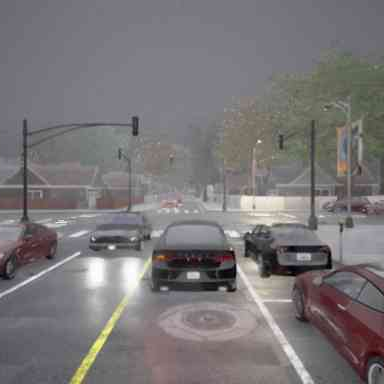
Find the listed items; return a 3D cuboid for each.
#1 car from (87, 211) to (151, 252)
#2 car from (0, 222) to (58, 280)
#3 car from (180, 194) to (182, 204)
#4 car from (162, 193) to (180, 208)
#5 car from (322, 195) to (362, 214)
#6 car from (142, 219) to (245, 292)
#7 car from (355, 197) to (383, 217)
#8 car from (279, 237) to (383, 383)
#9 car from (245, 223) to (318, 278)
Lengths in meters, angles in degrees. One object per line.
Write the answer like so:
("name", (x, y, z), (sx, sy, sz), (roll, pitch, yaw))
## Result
("car", (-2.764, 1.536, 14.133), (2.033, 1.411, 5.357), (0, 0, 0))
("car", (-5.395, 1.574, 9.880), (1.802, 1.307, 4.206), (0, 0, 0))
("car", (-3.169, 1.213, 65.328), (2.150, 2.045, 5.566), (0, 0, 0))
("car", (-3.160, 1.337, 47.937), (2.097, 1.767, 4.553), (0, 0, 0))
("car", (15.333, 1.226, 32.876), (4.553, 1.767, 2.097), (0, 0, 0))
("car", (0.053, 1.470, 8.938), (1.882, 1.535, 5.008), (0, 0, 1))
("car", (17.298, 1.430, 29.628), (4.181, 1.385, 1.994), (0, 0, 0))
("car", (2.637, 1.578, 4.372), (1.802, 1.307, 4.206), (0, 0, 0))
("car", (2.630, 1.558, 9.891), (1.947, 1.339, 4.313), (0, 0, 0))
